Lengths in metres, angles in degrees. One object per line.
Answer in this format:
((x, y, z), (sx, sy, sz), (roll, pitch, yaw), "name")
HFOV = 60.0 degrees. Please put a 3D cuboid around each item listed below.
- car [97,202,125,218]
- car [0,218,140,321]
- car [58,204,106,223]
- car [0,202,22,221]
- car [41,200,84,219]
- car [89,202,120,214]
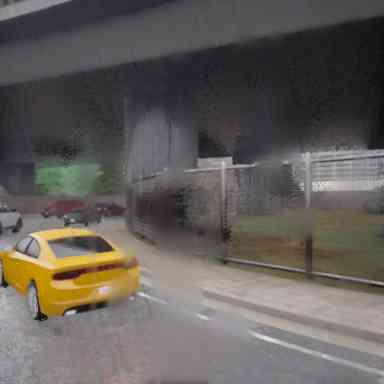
((-9.521, 2.000, 38.447), (2.097, 1.767, 4.553), (-1, -1, 20), "car")
((-3.096, 1.617, 7.780), (1.882, 1.535, 5.008), (0, -1, -39), "car")
((-8.850, 1.997, 27.205), (1.812, 1.442, 4.674), (-1, -1, 2), "car")
((-11.940, 1.591, 19.651), (2.150, 2.045, 5.566), (0, -1, -10), "car")
((-14.143, 1.871, 36.935), (2.150, 2.045, 5.566), (-1, -1, 18), "car")
((-12.899, 2.345, 49.546), (1.837, 1.490, 4.892), (-1, -1, 23), "car")
